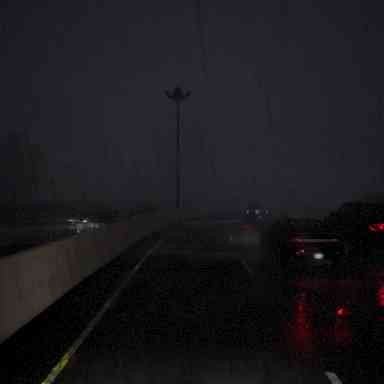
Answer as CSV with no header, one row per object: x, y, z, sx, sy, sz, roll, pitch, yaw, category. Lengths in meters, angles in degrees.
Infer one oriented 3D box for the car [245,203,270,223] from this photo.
5.891,1.752,29.822,2.097,1.767,4.553,0,-1,11,car

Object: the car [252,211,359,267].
3.697,1.653,11.967,2.128,1.511,4.902,0,-1,2,car

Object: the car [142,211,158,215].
-4.554,1.922,32.076,2.128,1.511,4.902,0,-1,13,car

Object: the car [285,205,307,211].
9.748,1.943,31.068,1.812,1.442,4.674,0,-1,13,car

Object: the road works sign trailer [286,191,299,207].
21.732,1.415,71.016,2.380,3.560,2.880,-1,-1,42,road works sign trailer

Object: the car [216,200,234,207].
7.517,2.589,75.273,1.895,1.301,4.718,-1,-1,35,car

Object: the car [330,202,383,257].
7.266,1.408,13.844,2.150,2.045,5.566,0,-1,3,car
